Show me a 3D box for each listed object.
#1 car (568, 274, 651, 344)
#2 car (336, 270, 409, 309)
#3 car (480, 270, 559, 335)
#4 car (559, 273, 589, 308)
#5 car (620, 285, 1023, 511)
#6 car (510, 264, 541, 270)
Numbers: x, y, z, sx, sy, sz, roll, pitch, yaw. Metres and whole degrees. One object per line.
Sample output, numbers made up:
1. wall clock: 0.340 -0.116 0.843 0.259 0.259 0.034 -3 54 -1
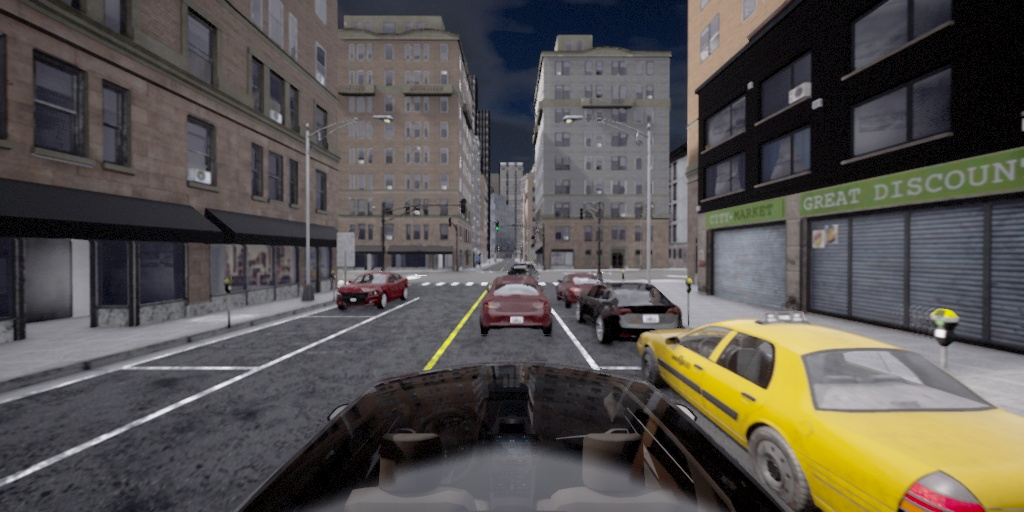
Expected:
1. car: 2.873 1.332 9.475 1.948 1.339 4.313 0 0 0
2. car: -5.672 1.323 15.057 1.888 1.381 4.507 0 0 0
3. car: 0.091 1.294 10.486 1.812 1.442 4.674 0 0 0
4. car: 2.873 1.360 15.060 1.802 1.307 4.207 0 0 0
5. car: 2.874 1.280 4.058 1.751 1.417 4.829 0 0 0
6. car: 0.928 1.307 26.426 1.837 1.490 4.892 -1 0 12
